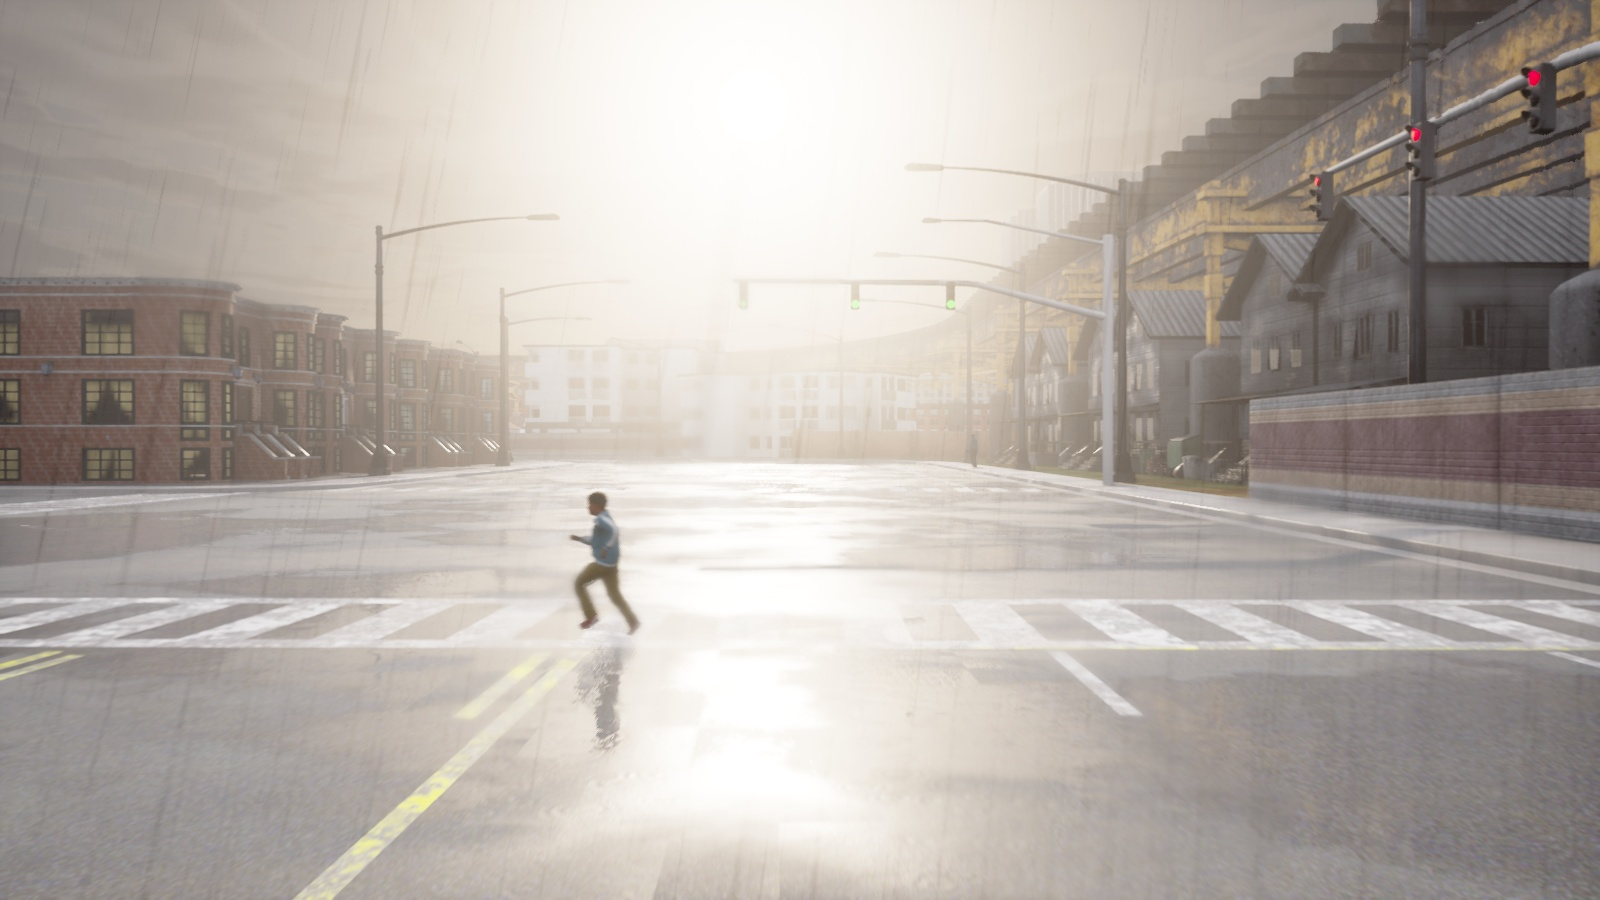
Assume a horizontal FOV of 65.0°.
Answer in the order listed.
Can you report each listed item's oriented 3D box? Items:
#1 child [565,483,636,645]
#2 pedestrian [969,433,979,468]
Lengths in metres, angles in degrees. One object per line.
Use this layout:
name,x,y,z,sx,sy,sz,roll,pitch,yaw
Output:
child,-1.515,0.857,9.547,0.448,1.192,0.343,0,0,9
pedestrian,9.411,0.026,67.986,0.396,1.930,0.692,0,0,-2
